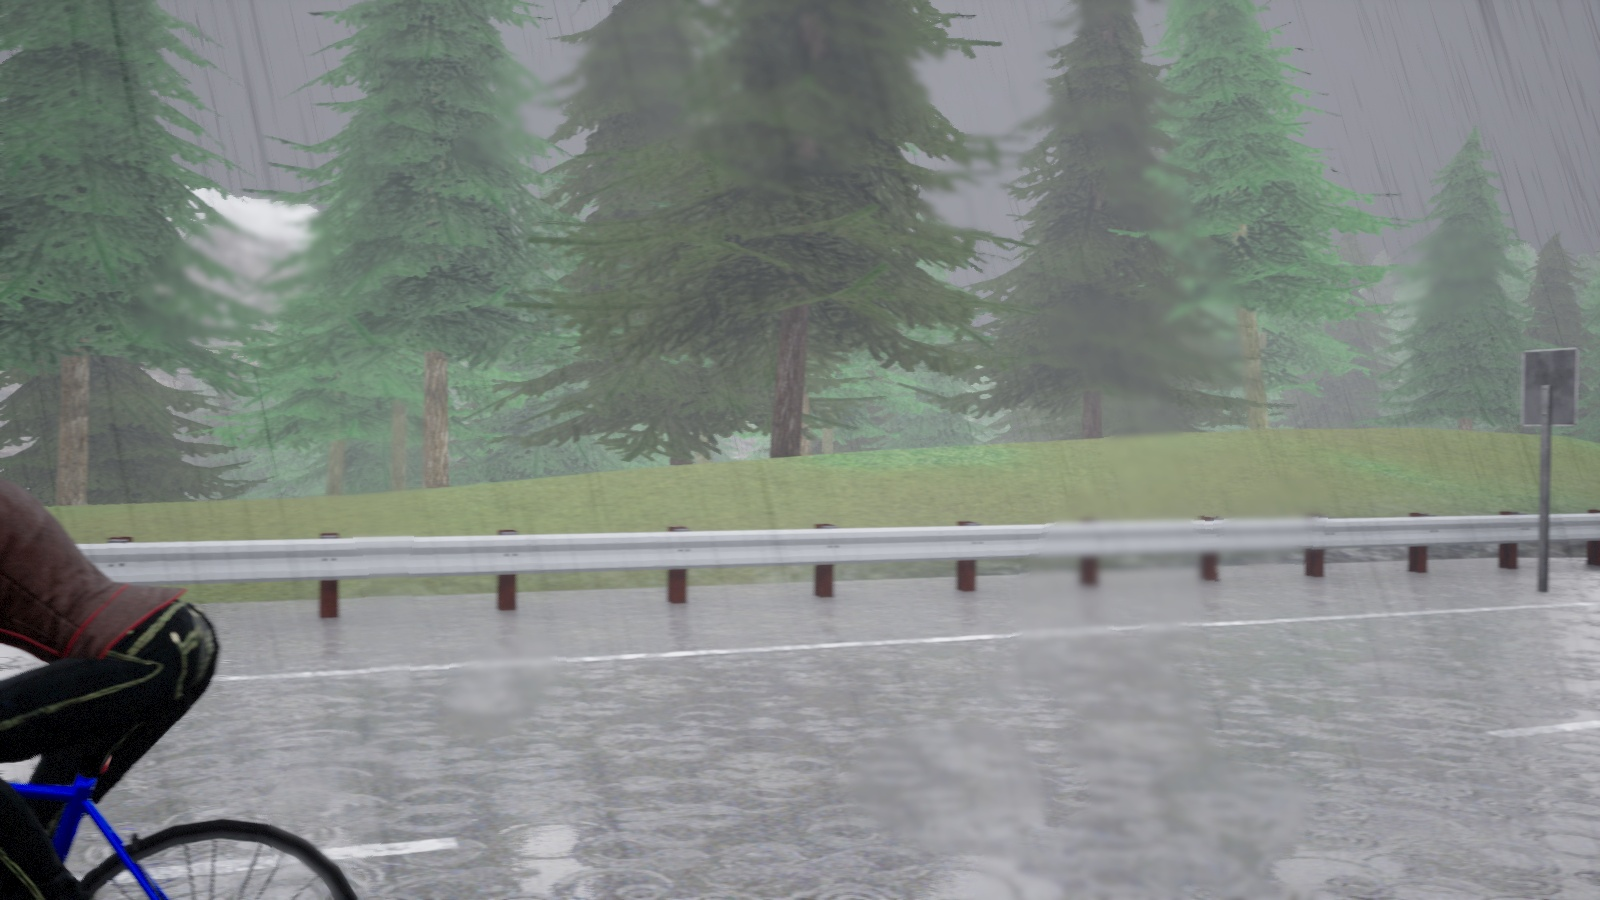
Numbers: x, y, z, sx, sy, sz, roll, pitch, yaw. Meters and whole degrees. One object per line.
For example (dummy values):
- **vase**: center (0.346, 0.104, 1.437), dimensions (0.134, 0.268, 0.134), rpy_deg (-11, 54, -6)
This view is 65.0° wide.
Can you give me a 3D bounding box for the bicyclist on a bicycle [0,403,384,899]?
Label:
- **bicyclist on a bicycle**: center (-1.744, 0.728, 2.576), dimensions (1.656, 1.620, 0.582), rpy_deg (-1, 1, -21)
